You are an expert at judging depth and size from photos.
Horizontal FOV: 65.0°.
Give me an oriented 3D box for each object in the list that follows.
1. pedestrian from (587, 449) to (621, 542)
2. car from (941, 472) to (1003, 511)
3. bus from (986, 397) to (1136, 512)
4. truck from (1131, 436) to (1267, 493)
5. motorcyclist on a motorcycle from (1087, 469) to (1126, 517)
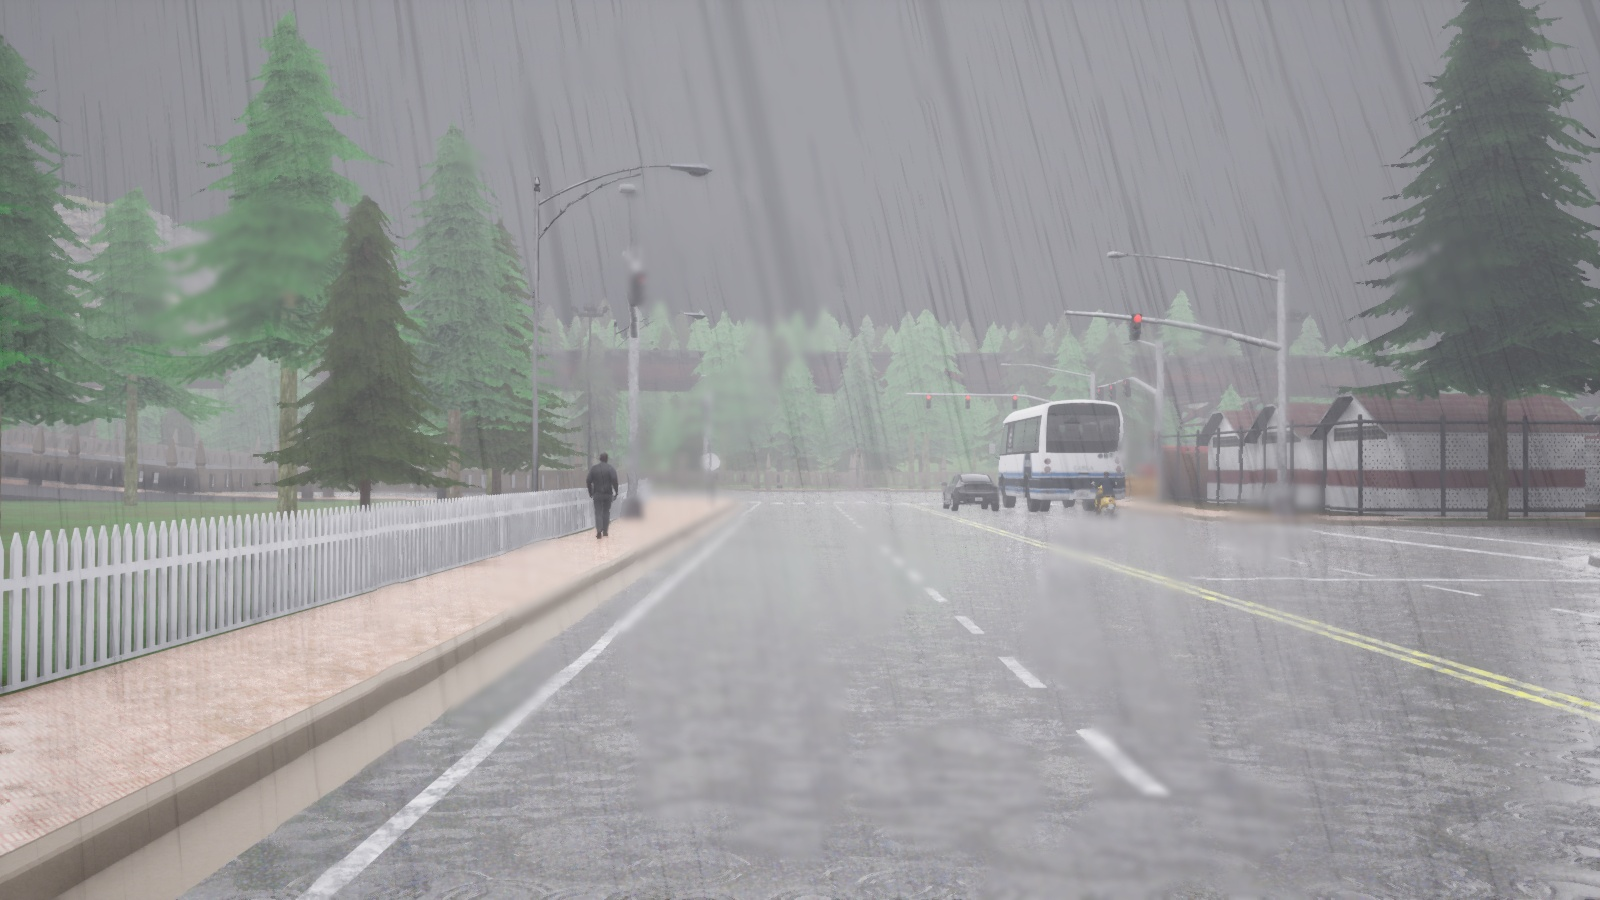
[{"bbox_3d":[-4.049,0.924,25.948,0.563,1.883,0.849,0,-1,0],"label":"pedestrian"},{"bbox_3d":[6.935,1.647,51.057,1.837,1.490,4.892,0,-1,0],"label":"car"},{"bbox_3d":[10.427,0.261,51.626,3.944,4.253,10.273,0,-1,0],"label":"bus"},{"bbox_3d":[27.591,0.997,87.012,8.468,3.827,2.891,0,-1,-2],"label":"truck"},{"bbox_3d":[10.446,1.443,42.795,0.866,1.590,1.817,0,-1,0],"label":"motorcyclist on a motorcycle"}]
